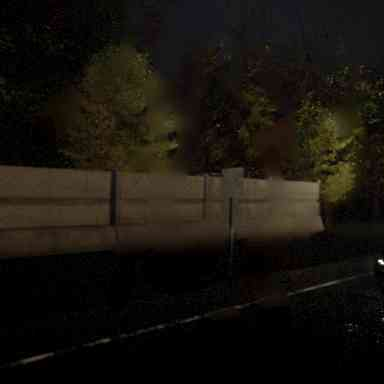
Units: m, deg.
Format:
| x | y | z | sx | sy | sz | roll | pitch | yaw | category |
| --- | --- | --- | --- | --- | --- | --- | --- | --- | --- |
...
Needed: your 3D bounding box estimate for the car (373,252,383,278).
| x | y | z | sx | sy | sz | roll | pitch | yaw | category |
| --- | --- | --- | --- | --- | --- | --- | --- | --- | --- |
| 7.128 | 1.689 | 9.070 | 5.357 | 1.411 | 2.033 | 2 | 0 | -35 | car |
